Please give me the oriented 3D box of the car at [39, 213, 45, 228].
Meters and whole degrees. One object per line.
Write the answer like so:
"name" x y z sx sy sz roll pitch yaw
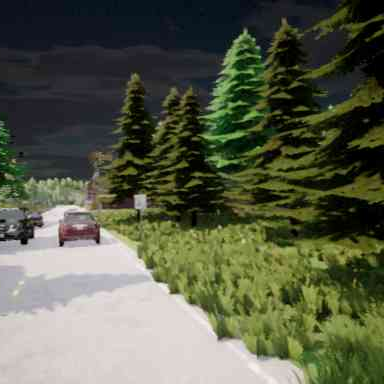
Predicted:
"car" -15.106 2.676 31.611 2.033 1.411 5.357 -1 -1 -20

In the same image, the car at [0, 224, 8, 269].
"car" -6.903 1.933 9.729 1.812 1.442 4.674 -1 -1 -21

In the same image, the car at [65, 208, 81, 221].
"car" -15.382 2.896 42.802 1.812 1.442 4.674 -1 -1 -21

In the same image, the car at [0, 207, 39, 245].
"car" -10.591 1.952 19.495 2.150 2.045 5.566 -1 -1 -20

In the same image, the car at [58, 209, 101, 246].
"car" -6.493 1.940 19.068 2.097 1.767 4.553 -1 -1 -20
